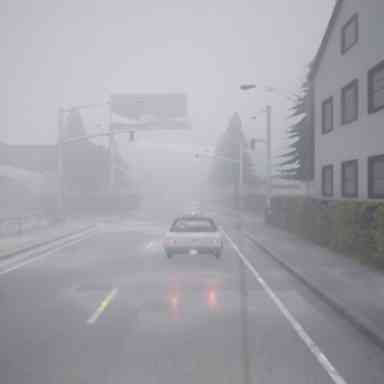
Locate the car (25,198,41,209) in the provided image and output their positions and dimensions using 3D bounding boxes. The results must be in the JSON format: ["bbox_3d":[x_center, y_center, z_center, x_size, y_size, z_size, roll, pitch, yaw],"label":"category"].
[{"bbox_3d":[-22.177,1.641,49.323,4.611,1.667,2.242,0,0,0],"label":"car"}]

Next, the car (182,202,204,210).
[{"bbox_3d":[0.071,1.601,30.111,1.812,1.442,4.674,0,-1,0],"label":"car"}]

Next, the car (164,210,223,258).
[{"bbox_3d":[0.061,1.593,12.639,1.895,1.301,4.718,0,0,0],"label":"car"}]
